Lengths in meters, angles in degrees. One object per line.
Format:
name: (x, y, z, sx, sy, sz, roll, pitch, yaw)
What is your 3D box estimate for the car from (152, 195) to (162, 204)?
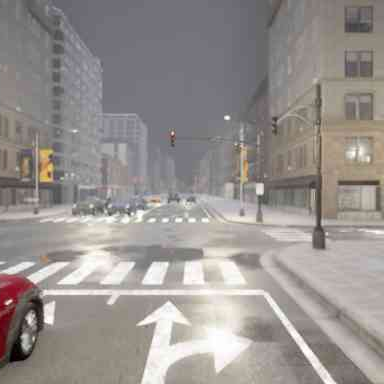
car: (-6.684, 1.320, 60.934, 1.882, 1.535, 5.008, 0, 0, 0)

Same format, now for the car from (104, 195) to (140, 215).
car: (-6.676, 1.274, 32.199, 2.097, 1.767, 4.553, 0, 0, 0)

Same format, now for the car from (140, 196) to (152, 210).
car: (-6.695, 1.389, 41.631, 2.128, 1.511, 4.902, 0, 0, 0)

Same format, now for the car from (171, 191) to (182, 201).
car: (-3.451, 0.898, 73.139, 2.150, 2.045, 5.566, 0, 0, 0)

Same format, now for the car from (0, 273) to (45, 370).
car: (-3.178, 1.345, 3.040, 2.097, 1.767, 4.553, 0, 0, -1)

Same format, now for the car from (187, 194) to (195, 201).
car: (-0.201, 1.196, 73.119, 1.812, 1.442, 4.674, 0, 0, 0)

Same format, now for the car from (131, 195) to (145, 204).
car: (-9.928, 1.367, 61.418, 1.812, 1.442, 4.674, 0, 0, 0)

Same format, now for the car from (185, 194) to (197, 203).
car: (-0.171, 1.339, 62.700, 1.837, 1.490, 4.892, 0, 0, 0)

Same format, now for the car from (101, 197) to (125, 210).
car: (-9.947, 1.402, 42.341, 1.837, 1.490, 4.892, 0, 0, 0)

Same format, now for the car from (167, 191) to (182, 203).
car: (-3.422, 1.057, 62.720, 2.150, 2.045, 5.566, 0, 0, 0)

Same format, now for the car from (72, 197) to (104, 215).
car: (-9.925, 1.275, 32.191, 2.097, 1.767, 4.553, 0, 0, 0)
